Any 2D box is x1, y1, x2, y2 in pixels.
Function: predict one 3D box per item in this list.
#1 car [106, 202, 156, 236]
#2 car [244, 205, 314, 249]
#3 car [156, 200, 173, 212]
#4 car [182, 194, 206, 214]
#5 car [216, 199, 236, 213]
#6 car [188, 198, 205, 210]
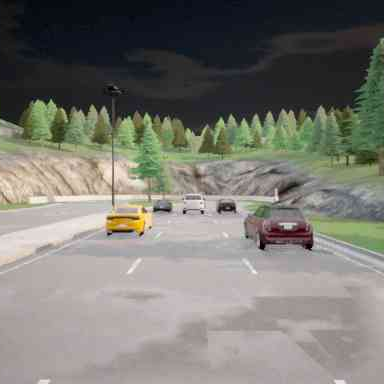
[{"bbox_3d":[-3.393,1.477,18.592,1.882,1.535,5.008,0,0,0],"label":"car"},{"bbox_3d":[3.606,1.352,14.604,2.097,1.767,4.553,0,0,0],"label":"car"},{"bbox_3d":[-3.268,1.563,37.860,1.994,1.385,4.181,0,0,0],"label":"car"},{"bbox_3d":[0.153,1.221,35.233,2.150,2.045,5.566,0,0,0],"label":"car"},{"bbox_3d":[3.663,1.478,36.213,1.882,1.535,5.008,0,0,1],"label":"car"},{"bbox_3d":[0.666,1.564,44.581,1.994,1.385,4.181,0,0,6],"label":"car"}]
